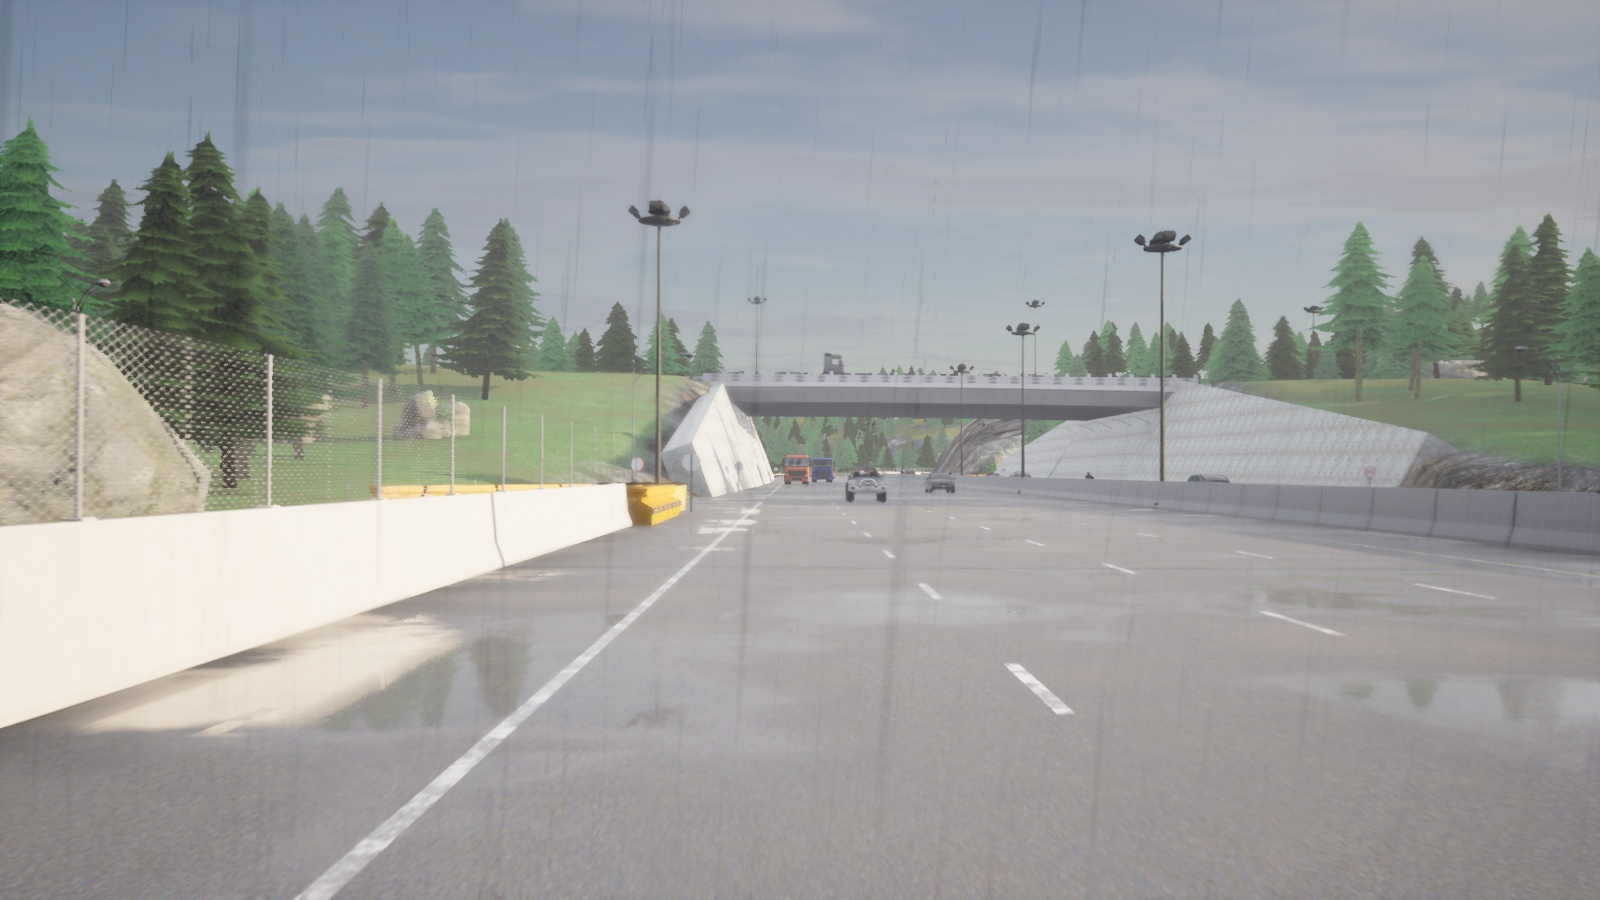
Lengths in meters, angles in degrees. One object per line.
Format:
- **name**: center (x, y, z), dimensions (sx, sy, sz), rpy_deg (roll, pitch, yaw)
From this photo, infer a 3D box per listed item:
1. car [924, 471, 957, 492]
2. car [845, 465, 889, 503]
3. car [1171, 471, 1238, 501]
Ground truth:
- **car**: center (10.278, 2.317, 91.916), dimensions (1.837, 1.490, 4.892), rpy_deg (0, -1, 0)
- **car**: center (3.346, 1.678, 63.309), dimensions (1.932, 1.855, 4.605), rpy_deg (0, -1, 0)
- **car**: center (20.843, 1.822, 64.895), dimensions (1.837, 1.490, 4.892), rpy_deg (0, -1, 0)
